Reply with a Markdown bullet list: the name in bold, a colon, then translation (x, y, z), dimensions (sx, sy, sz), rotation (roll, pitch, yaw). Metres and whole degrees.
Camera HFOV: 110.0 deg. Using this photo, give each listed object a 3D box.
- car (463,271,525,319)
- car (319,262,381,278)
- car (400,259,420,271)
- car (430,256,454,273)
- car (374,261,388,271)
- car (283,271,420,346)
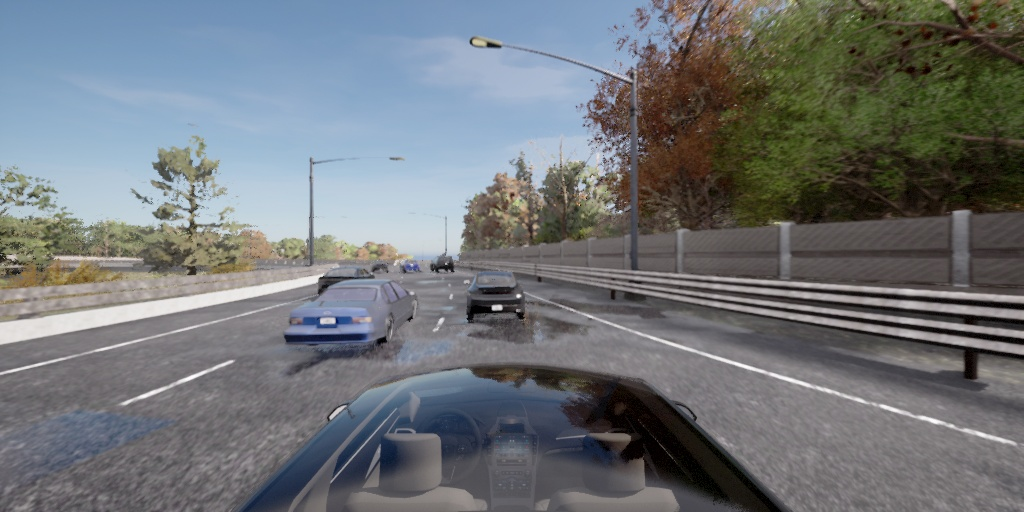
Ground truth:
- **car**: translation (-0.659, 1.264, 12.867), dimensions (1.837, 1.490, 4.892), rotation (0, 0, -5)
- **car**: translation (-8.555, 1.275, 18.974), dimensions (1.882, 1.535, 5.008), rotation (0, 0, -9)
- **car**: translation (-13.073, 1.184, 45.797), dimensions (2.097, 1.767, 4.553), rotation (0, 0, -23)
- **car**: translation (-8.741, 1.033, 44.685), dimensions (2.150, 2.045, 5.566), rotation (0, 0, -22)
- **car**: translation (-17.184, 1.355, 46.419), dimensions (1.837, 1.490, 4.892), rotation (0, 0, -25)
- **car**: translation (-3.814, 1.319, 9.523), dimensions (2.033, 1.411, 5.357), rotation (0, 0, -5)
